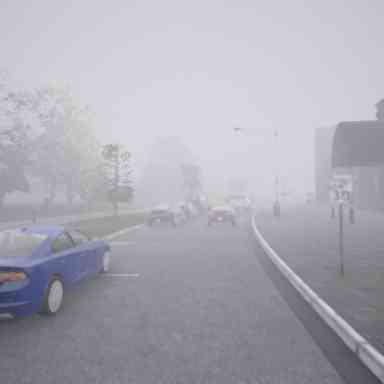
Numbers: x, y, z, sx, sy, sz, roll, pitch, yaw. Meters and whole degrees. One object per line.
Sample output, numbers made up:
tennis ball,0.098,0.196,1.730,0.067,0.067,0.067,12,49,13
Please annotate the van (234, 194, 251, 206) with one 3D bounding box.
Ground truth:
van,9.292,1.474,61.112,1.878,1.987,4.442,-3,-1,23

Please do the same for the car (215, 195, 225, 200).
car,3.425,1.586,45.481,1.946,1.575,5.366,-3,-1,19

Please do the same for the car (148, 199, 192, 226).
car,-1.735,1.530,23.541,2.231,1.521,4.892,-3,0,10

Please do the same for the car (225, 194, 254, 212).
car,5.880,1.272,40.227,2.150,2.045,5.566,-1,0,16

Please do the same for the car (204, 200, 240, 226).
car,2.205,1.554,23.690,1.812,1.442,4.674,0,-1,10

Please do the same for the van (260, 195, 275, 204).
van,16.860,1.635,76.065,1.878,1.987,4.442,-3,-1,28

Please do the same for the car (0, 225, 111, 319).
car,-3.353,1.491,7.582,2.097,1.535,5.008,0,0,3

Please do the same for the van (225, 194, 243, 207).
van,7.136,1.431,55.953,1.878,1.987,4.442,-3,-1,22

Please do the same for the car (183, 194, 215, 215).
car,0.411,1.299,34.550,2.435,2.045,5.566,-3,0,13

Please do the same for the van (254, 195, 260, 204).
van,11.611,1.523,66.187,1.878,1.987,4.442,-3,-1,24

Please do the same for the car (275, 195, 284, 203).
car,19.702,1.667,80.776,2.435,2.045,5.566,-3,-1,30

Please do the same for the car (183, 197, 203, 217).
car,-0.756,1.541,29.046,2.231,1.521,4.892,-3,0,11

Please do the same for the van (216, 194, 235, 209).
van,5.158,1.394,50.720,1.878,1.987,4.442,-3,-1,17

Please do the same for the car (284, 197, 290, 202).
car,22.748,2.009,85.428,2.002,1.452,4.674,-3,-1,34
